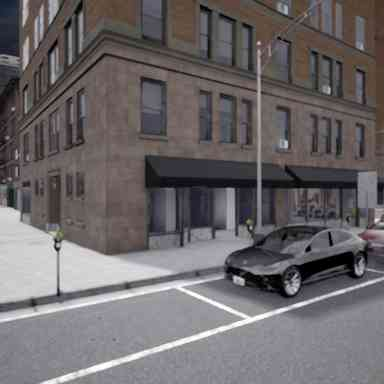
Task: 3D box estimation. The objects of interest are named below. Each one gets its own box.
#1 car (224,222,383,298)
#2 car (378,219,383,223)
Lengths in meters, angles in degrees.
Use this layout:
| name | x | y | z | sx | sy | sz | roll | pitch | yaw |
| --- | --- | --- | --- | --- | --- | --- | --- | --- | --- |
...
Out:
| name | x | y | z | sx | sy | sz | roll | pitch | yaw |
| --- | --- | --- | --- | --- | --- | --- | --- | --- | --- |
| car | 2.795 | 1.563 | 8.522 | 4.313 | 1.339 | 1.947 | 0 | 0 | -35 |
| car | 7.275 | 1.578 | 11.714 | 4.206 | 1.307 | 1.802 | 0 | 0 | -35 |
